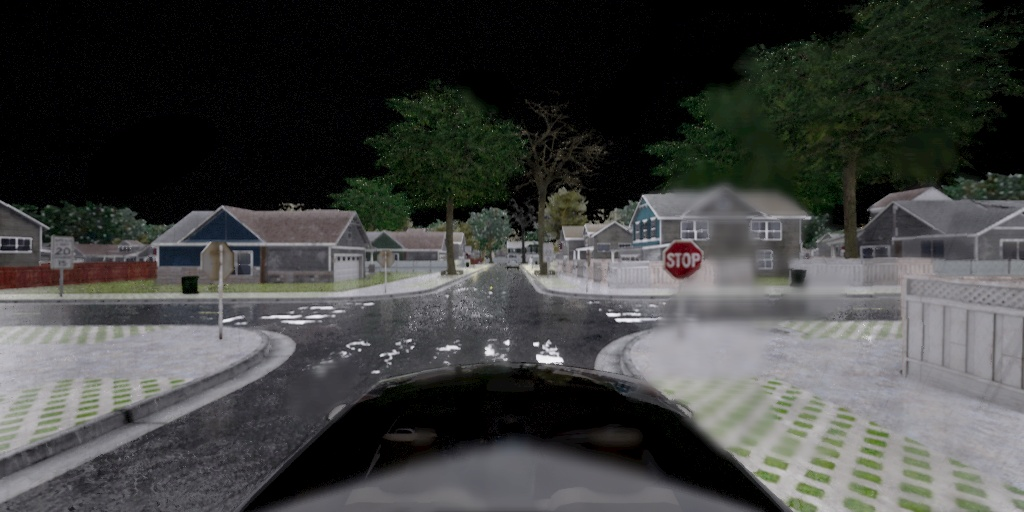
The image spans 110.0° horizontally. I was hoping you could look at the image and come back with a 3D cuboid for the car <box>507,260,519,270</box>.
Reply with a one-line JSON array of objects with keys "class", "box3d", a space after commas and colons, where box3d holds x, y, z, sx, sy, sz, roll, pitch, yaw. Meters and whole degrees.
[{"class": "car", "box3d": [0.134, 1.443, 57.385, 1.994, 1.385, 4.181, 0, 0, 0]}]
